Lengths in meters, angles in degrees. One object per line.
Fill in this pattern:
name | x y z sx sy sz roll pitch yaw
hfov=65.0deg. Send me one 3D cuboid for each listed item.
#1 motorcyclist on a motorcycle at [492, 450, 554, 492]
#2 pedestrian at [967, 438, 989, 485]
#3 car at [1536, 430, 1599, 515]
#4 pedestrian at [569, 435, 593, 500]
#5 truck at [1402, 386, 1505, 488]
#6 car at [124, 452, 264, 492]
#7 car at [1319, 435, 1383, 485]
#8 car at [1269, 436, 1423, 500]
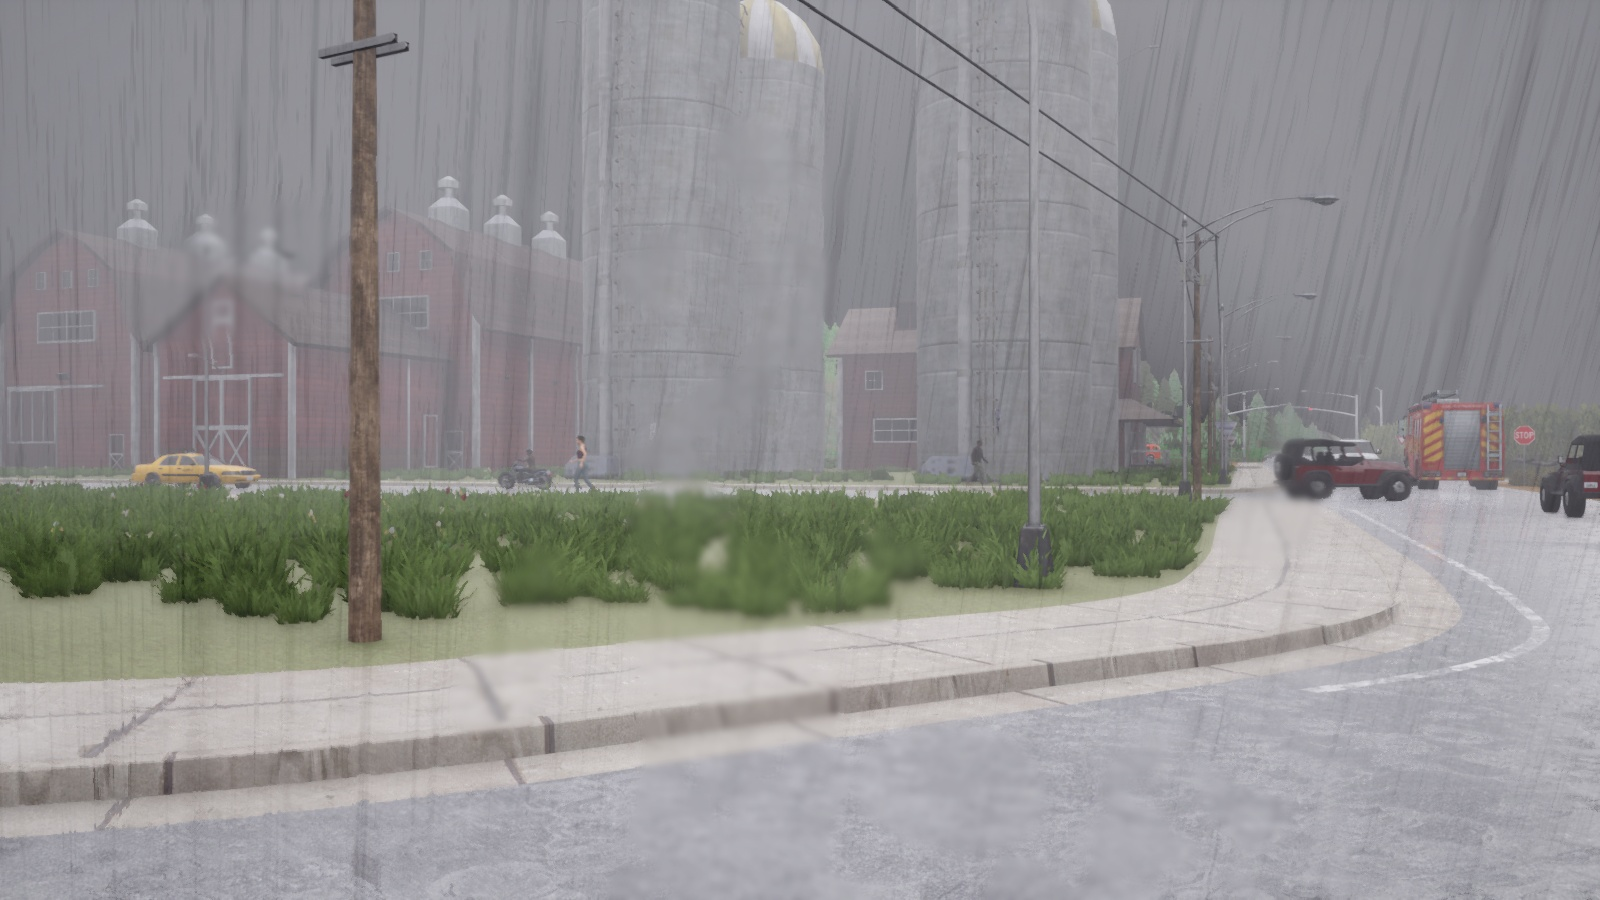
motorcyclist on a motorcycle | -11.038 0.828 50.047 2.350 1.649 0.766 0 0 19
pedestrian | 6.944 0.438 48.972 0.703 1.840 0.431 0 0 31
car | 18.793 0.507 29.442 1.905 1.878 3.866 0 0 19
pedestrian | -6.262 0.502 35.921 0.594 1.836 0.345 0 0 13
truck | 26.531 -0.484 51.321 2.891 3.827 8.468 0 0 22
car | -24.546 0.887 50.884 5.366 1.575 1.801 0 0 19
car | 24.063 0.414 54.977 2.150 2.045 5.566 0 0 19
car | 16.535 0.524 38.167 3.866 1.878 1.905 0 0 0
